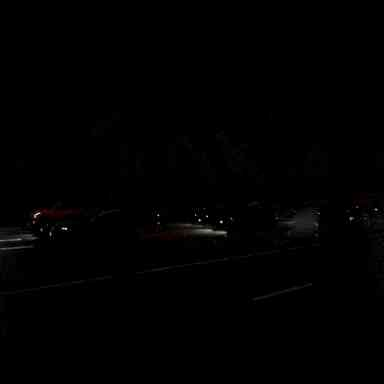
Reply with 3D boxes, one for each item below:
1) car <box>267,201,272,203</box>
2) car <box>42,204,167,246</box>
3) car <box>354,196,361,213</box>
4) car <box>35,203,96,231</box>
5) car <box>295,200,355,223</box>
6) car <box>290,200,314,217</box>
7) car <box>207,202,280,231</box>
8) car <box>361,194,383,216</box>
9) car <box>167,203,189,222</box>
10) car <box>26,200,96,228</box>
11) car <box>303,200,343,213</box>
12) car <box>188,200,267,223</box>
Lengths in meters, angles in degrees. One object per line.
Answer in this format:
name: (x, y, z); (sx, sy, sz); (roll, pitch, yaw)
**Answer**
car: (6.219, 1.526, 31.146); (4.674, 1.442, 1.812); (0, 0, -35)
car: (-3.921, 1.492, 15.330); (4.902, 1.511, 2.128); (0, 0, -36)
car: (19.435, 1.221, 36.197); (5.566, 2.045, 2.150); (0, 0, -35)
car: (-5.522, 1.547, 18.532); (5.357, 1.411, 2.033); (0, 0, -35)
car: (10.175, 1.564, 25.383); (4.181, 1.385, 1.994); (0, 0, -35)
car: (10.944, 1.505, 30.208); (4.892, 1.490, 1.837); (0, 0, -35)
car: (3.324, 1.564, 20.506); (4.181, 1.385, 1.994); (0, 0, -35)
car: (18.745, 1.221, 31.418); (5.566, 2.045, 2.150); (0, 0, -36)
car: (-0.909, 1.564, 26.086); (4.181, 1.385, 1.994); (0, 0, -36)
car: (-7.931, 1.352, 21.068); (4.553, 1.767, 2.097); (0, 0, -35)
car: (14.623, 1.601, 37.074); (4.718, 1.301, 1.895); (0, 0, -36)
car: (2.693, 1.547, 24.358); (5.357, 1.411, 2.033); (0, 0, -36)
